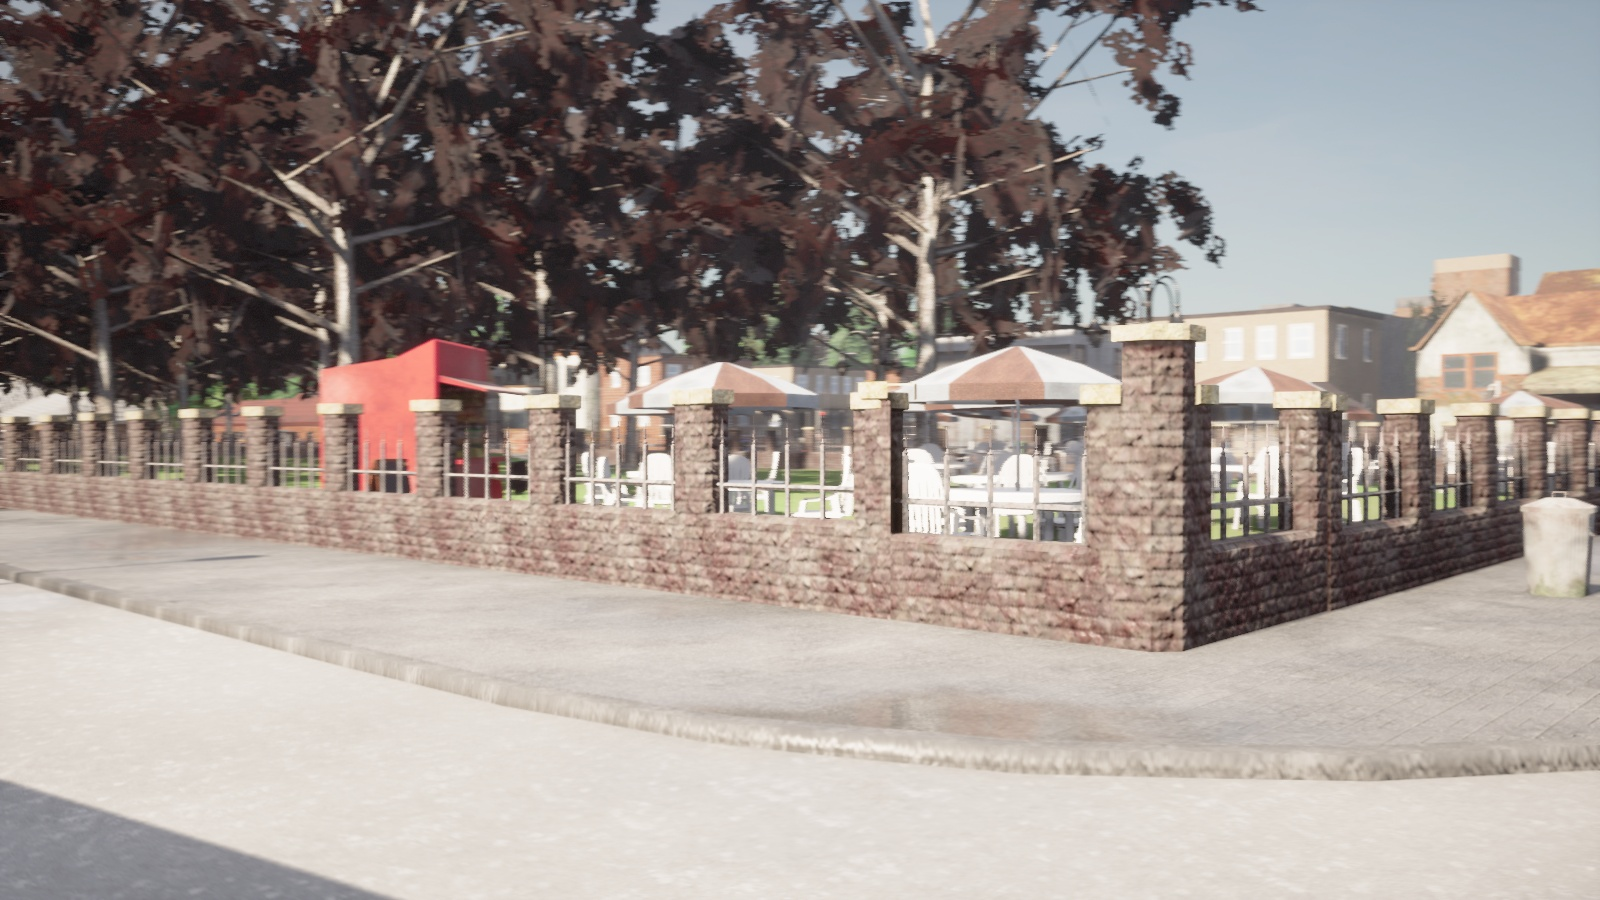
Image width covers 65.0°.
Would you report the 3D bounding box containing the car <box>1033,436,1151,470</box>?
[{"bbox_3d":[13.464,0.108,58.046,4.902,1.511,2.128,1,1,44],"label":"car"}]
